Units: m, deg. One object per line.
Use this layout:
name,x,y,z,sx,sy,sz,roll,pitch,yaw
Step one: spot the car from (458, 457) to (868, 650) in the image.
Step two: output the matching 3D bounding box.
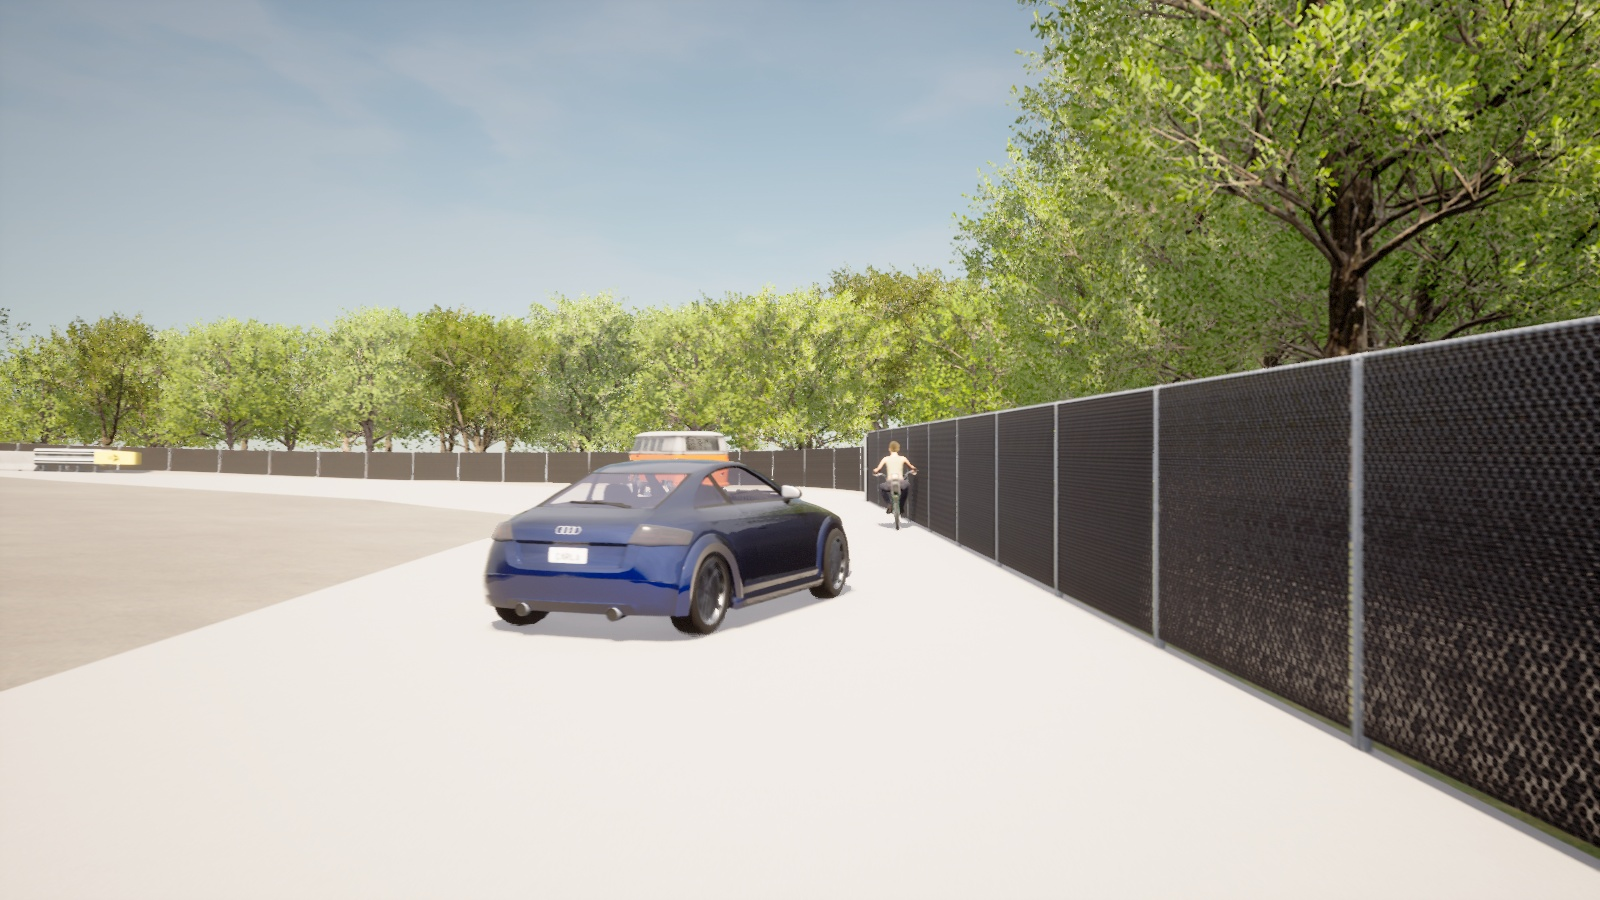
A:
car,-1.005,0.772,11.537,1.994,1.385,4.181,0,0,22

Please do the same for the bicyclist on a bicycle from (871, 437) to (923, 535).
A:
bicyclist on a bicycle,1.782,0.640,23.109,0.866,1.612,1.509,-2,4,5

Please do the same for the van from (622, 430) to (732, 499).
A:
van,-3.828,0.406,38.379,1.775,1.987,4.442,0,0,-28
